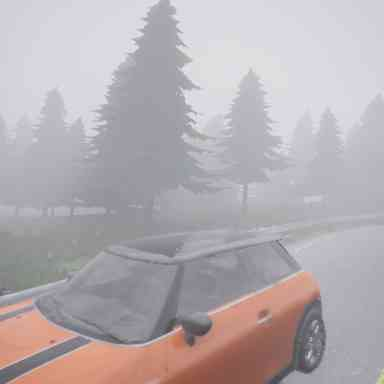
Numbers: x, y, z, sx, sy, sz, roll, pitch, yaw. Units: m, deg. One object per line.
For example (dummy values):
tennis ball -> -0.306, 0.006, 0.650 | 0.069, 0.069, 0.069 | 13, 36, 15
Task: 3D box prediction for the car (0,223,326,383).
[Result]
car -> -0.368, 1.328, 3.592 | 2.097, 1.767, 4.553 | 0, 1, 44
